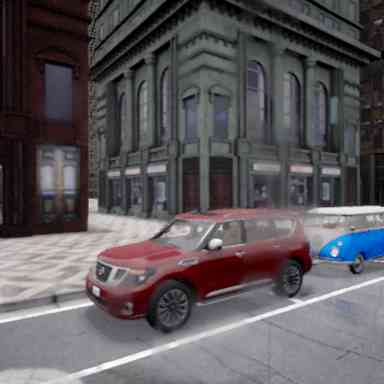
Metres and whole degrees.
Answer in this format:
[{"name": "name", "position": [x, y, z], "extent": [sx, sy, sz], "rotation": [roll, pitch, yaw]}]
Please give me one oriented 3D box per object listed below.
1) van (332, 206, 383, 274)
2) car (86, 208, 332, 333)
[{"name": "van", "position": [5.035, 1.351, 10.278], "extent": [3.998, 1.788, 1.690], "rotation": [0, 0, -36]}, {"name": "car", "position": [0.457, 1.323, 6.990], "extent": [5.009, 1.841, 2.192], "rotation": [0, 0, -36]}]
